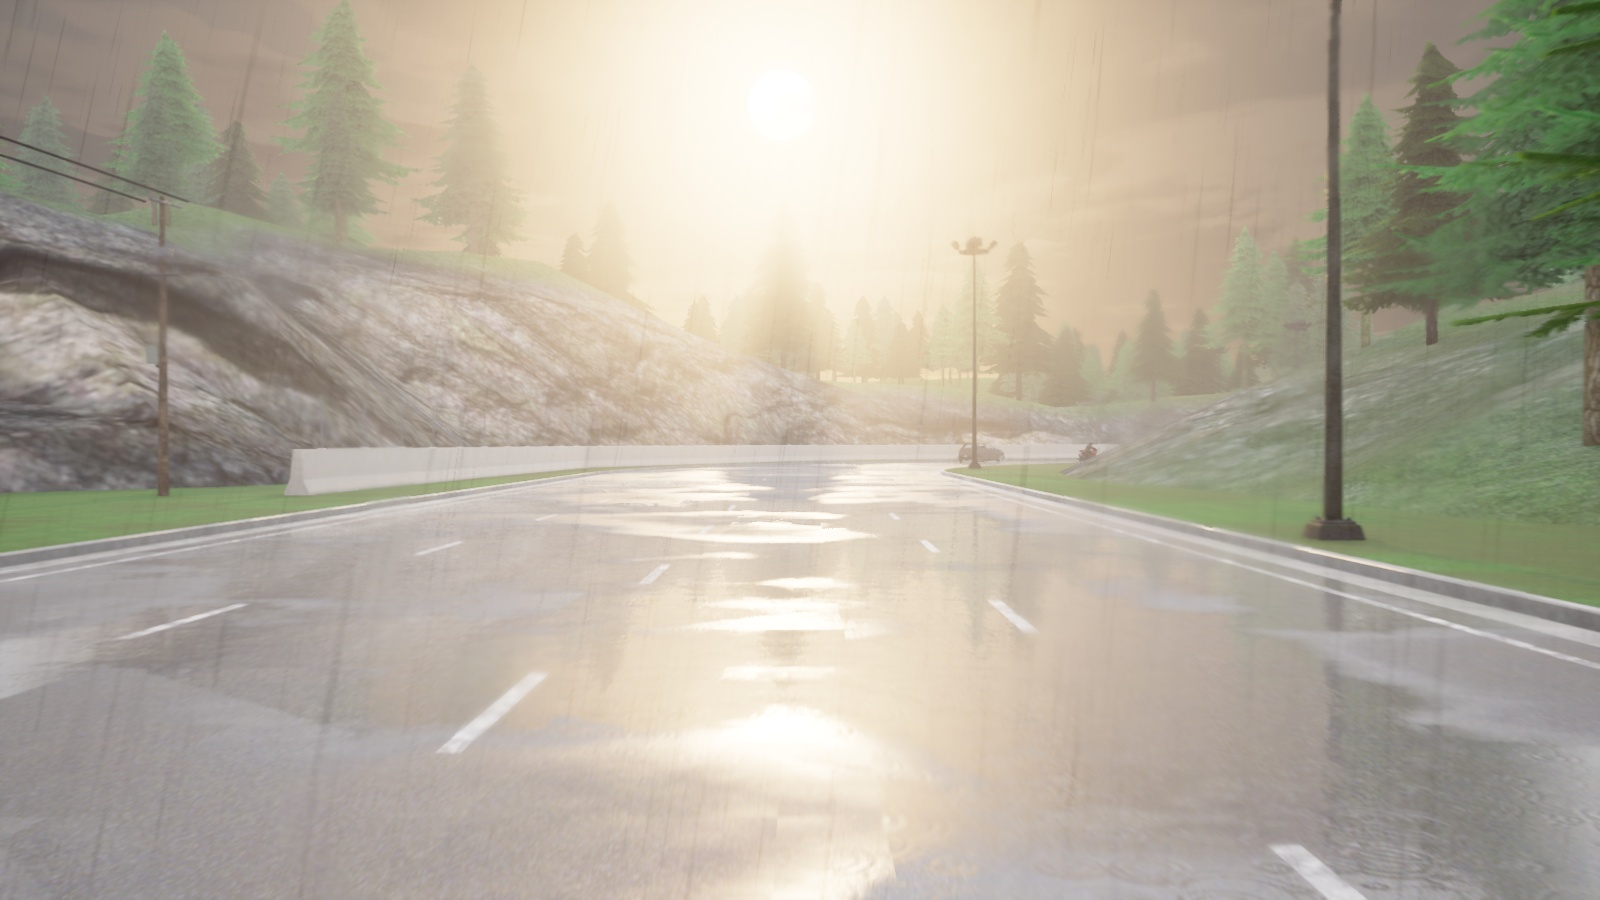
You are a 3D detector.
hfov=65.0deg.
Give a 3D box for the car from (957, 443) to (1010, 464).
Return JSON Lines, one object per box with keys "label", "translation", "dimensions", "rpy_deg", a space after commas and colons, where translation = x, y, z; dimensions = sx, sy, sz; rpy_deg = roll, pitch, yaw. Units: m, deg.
{"label": "car", "translation": [13.388, 0.258, 91.394], "dimensions": [3.633, 1.501, 1.845], "rpy_deg": [0, 0, -40]}
